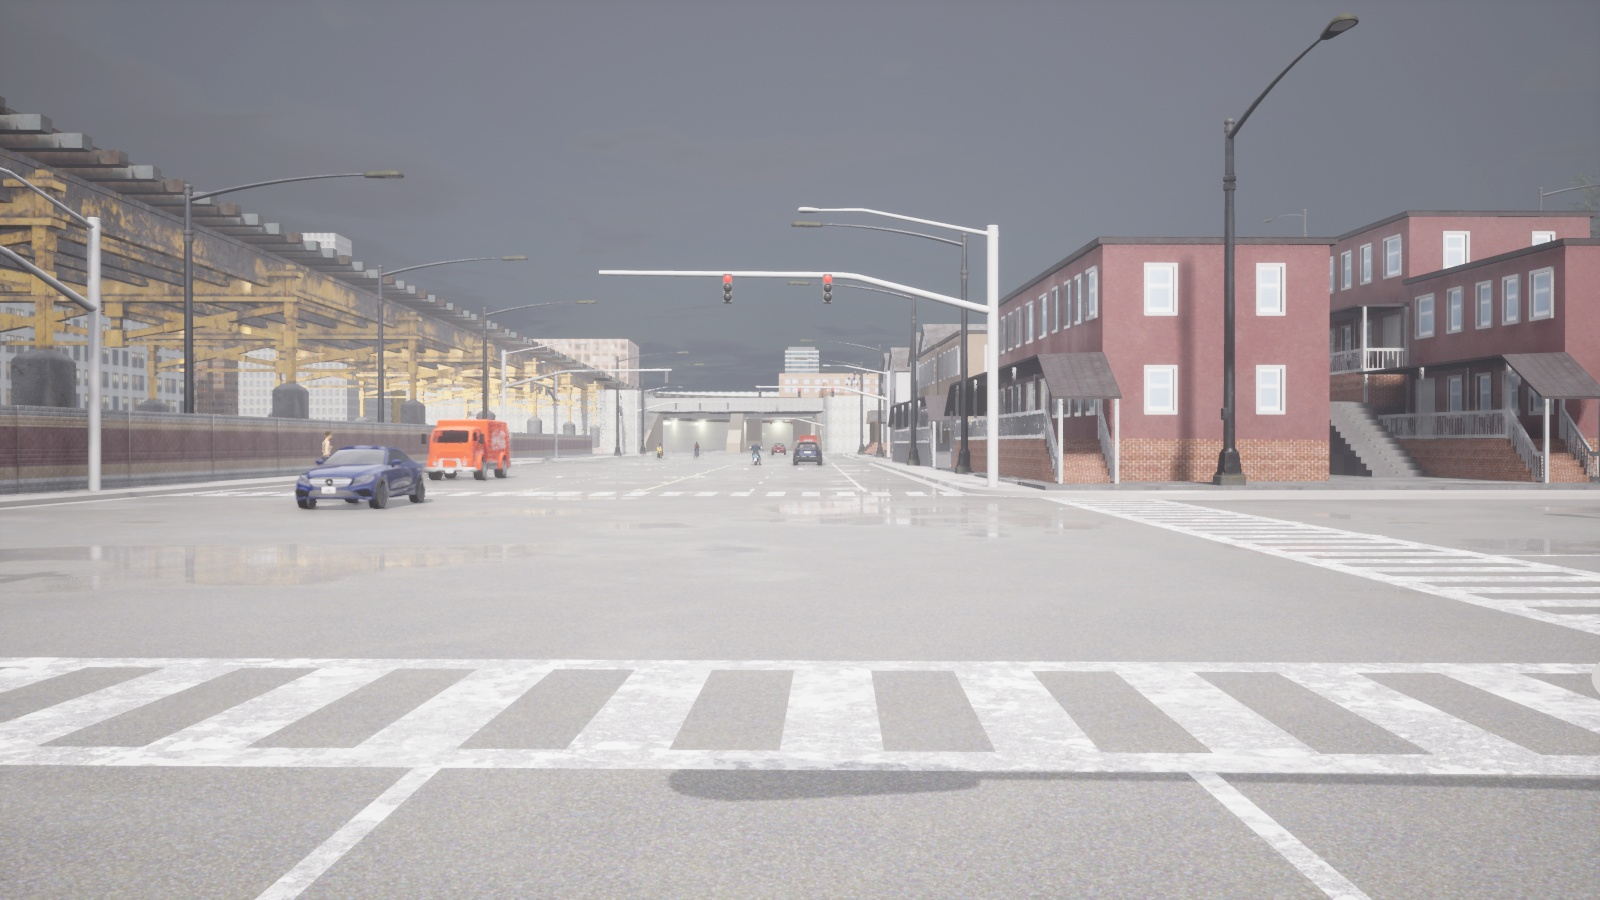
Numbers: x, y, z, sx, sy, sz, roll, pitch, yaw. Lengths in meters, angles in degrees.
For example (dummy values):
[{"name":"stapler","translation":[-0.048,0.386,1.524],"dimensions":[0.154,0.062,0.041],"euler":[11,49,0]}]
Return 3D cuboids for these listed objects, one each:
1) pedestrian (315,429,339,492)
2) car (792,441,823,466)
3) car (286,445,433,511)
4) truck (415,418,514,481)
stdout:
[{"name":"pedestrian","translation":[-14.094,0.309,37.438],"dimensions":[0.594,1.836,0.345],"euler":[0,0,-40]},{"name":"car","translation":[0.515,0.201,84.301],"dimensions":[2.033,1.649,4.856],"euler":[0,0,0]},{"name":"car","translation":[-10.309,0.596,29.751],"dimensions":[1.812,1.442,4.674],"euler":[0,0,0]},{"name":"truck","translation":[-13.679,-0.042,51.561],"dimensions":[2.627,2.467,5.204],"euler":[0,0,0]}]
